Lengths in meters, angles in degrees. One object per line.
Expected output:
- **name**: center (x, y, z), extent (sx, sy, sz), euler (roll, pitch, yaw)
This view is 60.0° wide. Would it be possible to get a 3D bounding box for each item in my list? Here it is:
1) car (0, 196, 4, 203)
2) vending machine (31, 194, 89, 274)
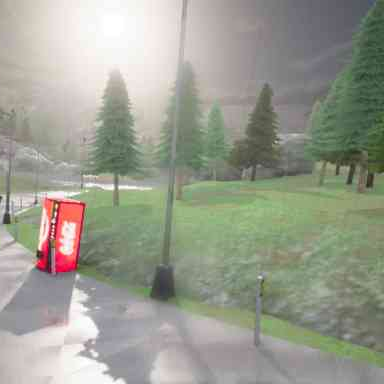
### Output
- **car**: center (-22.113, 0.654, 36.071), extent (1.895, 1.301, 4.718), euler (4, 1, -13)
- **vending machine**: center (-3.861, 1.202, 9.760), extent (1.100, 2.100, 0.880), euler (7, 1, -43)
